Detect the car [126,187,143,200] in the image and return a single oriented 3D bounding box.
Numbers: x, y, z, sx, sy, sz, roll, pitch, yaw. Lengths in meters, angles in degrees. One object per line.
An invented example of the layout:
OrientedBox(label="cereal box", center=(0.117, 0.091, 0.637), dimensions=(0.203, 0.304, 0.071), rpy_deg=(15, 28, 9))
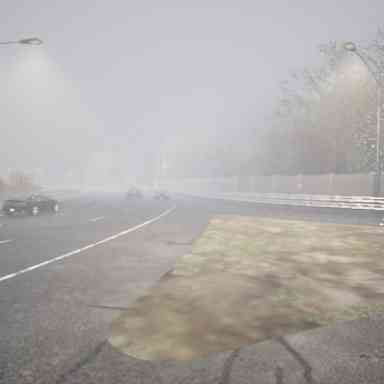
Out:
OrientedBox(label="car", center=(-7.824, 0.086, 45.776), dimensions=(2.097, 1.767, 4.553), rpy_deg=(0, 2, -7))

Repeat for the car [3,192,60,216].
OrientedBox(label="car", center=(-10.922, 0.795, 23.016), dimensions=(1.837, 1.490, 4.892), rpy_deg=(1, 2, 5))

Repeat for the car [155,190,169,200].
OrientedBox(label="car", center=(-4.082, 0.398, 44.642), dimensions=(1.895, 1.301, 4.718), rpy_deg=(0, 1, -6))
